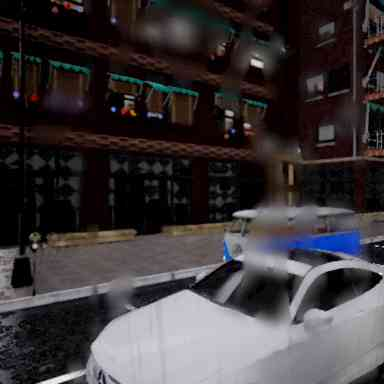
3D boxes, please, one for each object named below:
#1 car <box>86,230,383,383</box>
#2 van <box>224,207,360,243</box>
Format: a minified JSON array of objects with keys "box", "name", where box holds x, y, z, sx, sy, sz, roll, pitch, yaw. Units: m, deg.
[{"box":[1.107,1.505,4.166,4.674,1.442,1.812,0,0,-35],"name":"car"},{"box":[2.572,1.298,8.383,3.998,1.788,1.690,0,1,-35],"name":"van"}]
